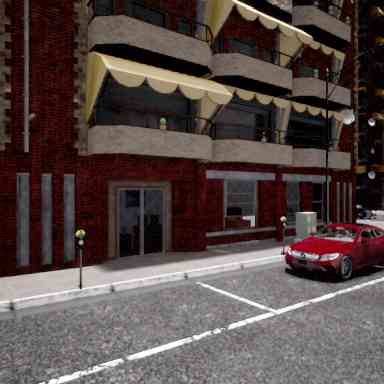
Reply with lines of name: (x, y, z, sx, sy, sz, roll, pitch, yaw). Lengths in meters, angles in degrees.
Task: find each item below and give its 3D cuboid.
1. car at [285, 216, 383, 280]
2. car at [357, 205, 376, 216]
car: (4.584, 1.589, 9.878, 4.206, 1.307, 1.802, 0, 0, -35)
car: (15.535, 1.831, 32.921, 2.128, 1.511, 4.902, 0, -1, -36)
